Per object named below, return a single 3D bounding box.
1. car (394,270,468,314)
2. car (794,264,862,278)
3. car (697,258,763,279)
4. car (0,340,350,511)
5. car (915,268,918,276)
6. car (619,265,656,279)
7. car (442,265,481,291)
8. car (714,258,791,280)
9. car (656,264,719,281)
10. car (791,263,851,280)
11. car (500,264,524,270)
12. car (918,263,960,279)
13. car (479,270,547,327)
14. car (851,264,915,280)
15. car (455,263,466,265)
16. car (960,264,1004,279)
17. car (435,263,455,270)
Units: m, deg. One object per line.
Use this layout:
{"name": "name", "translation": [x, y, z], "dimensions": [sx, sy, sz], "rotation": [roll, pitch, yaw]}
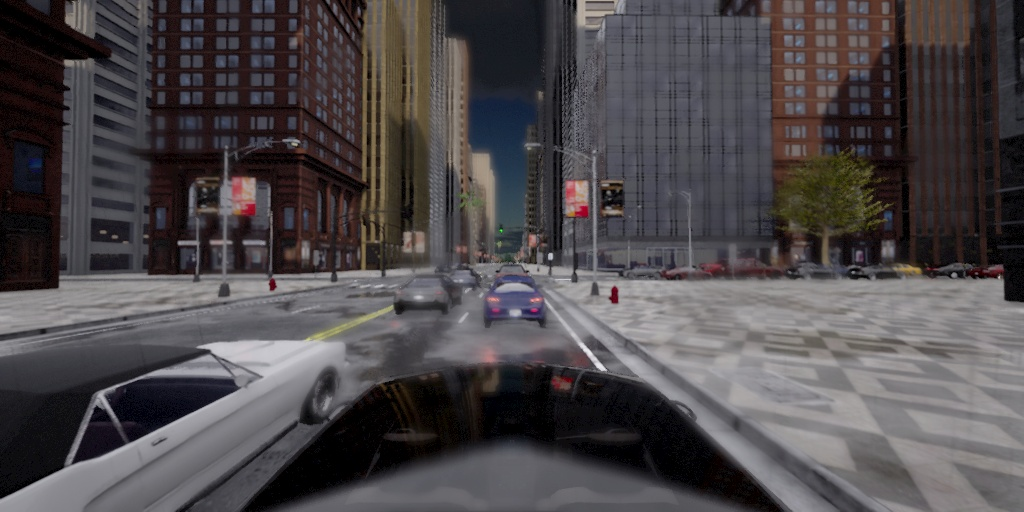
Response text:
{"name": "car", "translation": [-3.180, 1.428, 14.410], "dimensions": [1.994, 1.385, 4.181], "rotation": [0, -1, 1]}
{"name": "car", "translation": [32.906, 1.575, 37.441], "dimensions": [5.357, 1.411, 2.033], "rotation": [0, -1, -1]}
{"name": "car", "translation": [22.530, 1.278, 37.278], "dimensions": [5.566, 2.045, 2.150], "rotation": [0, -1, -1]}
{"name": "car", "translation": [-3.155, 1.360, 2.815], "dimensions": [1.895, 1.301, 4.718], "rotation": [0, 0, 0]}
{"name": "car", "translation": [43.147, 1.584, 40.371], "dimensions": [4.829, 1.417, 1.751], "rotation": [0, 0, -1]}
{"name": "car", "translation": [13.227, 1.651, 37.113], "dimensions": [4.181, 1.385, 1.994], "rotation": [0, -1, -1]}
{"name": "car", "translation": [-3.187, 1.544, 24.375], "dimensions": [1.994, 1.385, 4.181], "rotation": [0, -1, 0]}
{"name": "car", "translation": [20.907, 1.264, 31.464], "dimensions": [5.009, 1.841, 2.192], "rotation": [0, 0, -1]}
{"name": "car", "translation": [15.269, 1.550, 31.367], "dimensions": [4.207, 1.307, 1.802], "rotation": [0, 0, -1]}
{"name": "car", "translation": [26.544, 1.499, 31.561], "dimensions": [4.313, 1.339, 1.948], "rotation": [0, 0, -1]}
{"name": "car", "translation": [0.019, 1.313, 22.839], "dimensions": [2.097, 1.767, 4.553], "rotation": [0, -1, 0]}
{"name": "car", "translation": [42.747, 1.450, 34.470], "dimensions": [4.892, 1.490, 1.837], "rotation": [0, -1, -1]}
{"name": "car", "translation": [0.087, 1.366, 11.818], "dimensions": [1.812, 1.442, 4.674], "rotation": [0, 0, 0]}
{"name": "car", "translation": [32.181, 1.483, 31.658], "dimensions": [4.313, 1.339, 1.948], "rotation": [0, 0, -1]}
{"name": "car", "translation": [-9.916, 2.004, 62.333], "dimensions": [2.128, 1.511, 4.902], "rotation": [0, -1, 0]}
{"name": "car", "translation": [43.457, 1.438, 31.852], "dimensions": [4.507, 1.381, 1.888], "rotation": [0, 0, -1]}
{"name": "car", "translation": [-9.923, 1.925, 52.048], "dimensions": [1.994, 1.385, 4.181], "rotation": [0, -1, 0]}
